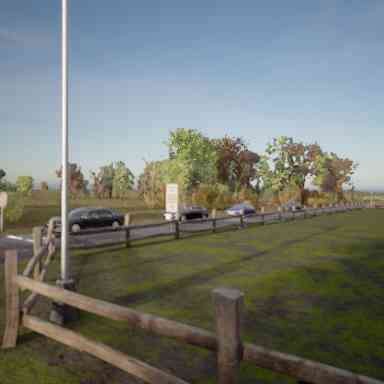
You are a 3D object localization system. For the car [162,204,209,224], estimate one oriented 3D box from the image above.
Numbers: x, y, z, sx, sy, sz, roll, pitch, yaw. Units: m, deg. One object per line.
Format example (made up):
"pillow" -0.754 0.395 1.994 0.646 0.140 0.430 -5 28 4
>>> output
"car" -0.456 1.802 28.073 2.128 1.511 4.902 1 0 36

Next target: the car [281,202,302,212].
"car" 14.798 2.202 49.072 1.837 1.490 4.892 1 -1 36

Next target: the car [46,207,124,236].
"car" -6.263 1.673 19.966 1.837 1.490 4.892 1 0 35

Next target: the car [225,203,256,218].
"car" 5.347 1.979 36.118 1.812 1.442 4.674 1 0 36
